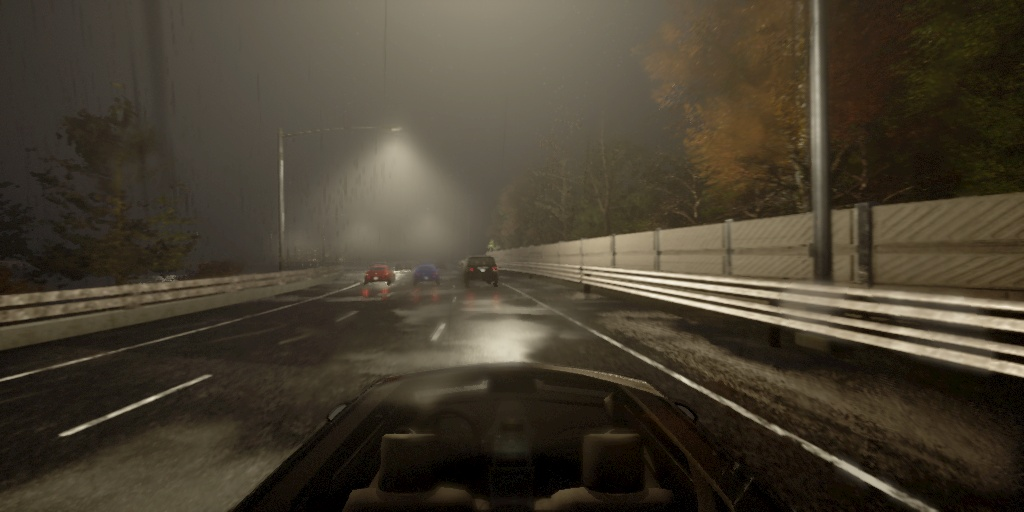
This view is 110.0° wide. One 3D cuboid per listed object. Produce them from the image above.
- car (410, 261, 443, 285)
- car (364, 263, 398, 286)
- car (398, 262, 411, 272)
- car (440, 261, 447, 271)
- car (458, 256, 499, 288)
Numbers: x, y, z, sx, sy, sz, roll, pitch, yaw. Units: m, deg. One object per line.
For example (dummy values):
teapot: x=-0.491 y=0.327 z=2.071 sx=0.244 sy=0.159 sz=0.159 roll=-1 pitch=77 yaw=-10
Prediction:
car: x=-6.394 y=1.362 z=27.042 sx=1.812 sy=1.442 sz=4.674 roll=-1 pitch=0 yaw=-12
car: x=-10.082 y=1.421 z=27.457 sx=1.812 sy=1.442 sz=4.674 roll=-1 pitch=0 yaw=-13
car: x=-15.825 y=1.572 z=52.782 sx=1.895 sy=1.301 sz=4.718 roll=-1 pitch=0 yaw=-29
car: x=-10.668 y=1.437 z=53.409 sx=2.033 sy=1.411 sz=5.357 roll=-1 pitch=0 yaw=-14
car: x=-2.293 y=0.995 z=24.674 sx=2.150 sy=2.045 sz=5.566 roll=-1 pitch=0 yaw=-11
